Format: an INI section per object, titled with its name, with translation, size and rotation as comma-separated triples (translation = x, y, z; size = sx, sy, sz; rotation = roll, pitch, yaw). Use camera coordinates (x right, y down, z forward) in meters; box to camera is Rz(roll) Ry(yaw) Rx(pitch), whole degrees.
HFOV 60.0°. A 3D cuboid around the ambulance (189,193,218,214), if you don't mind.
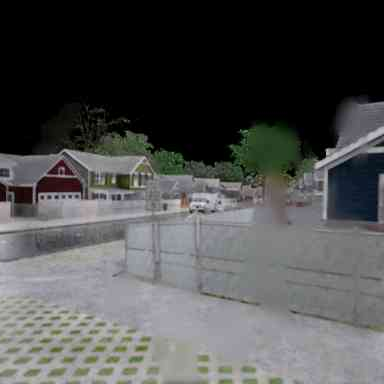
[ambulance]
translation = 1.490, 1.413, 41.989
size = 2.351, 2.431, 6.366
rotation = 1, 0, 19
